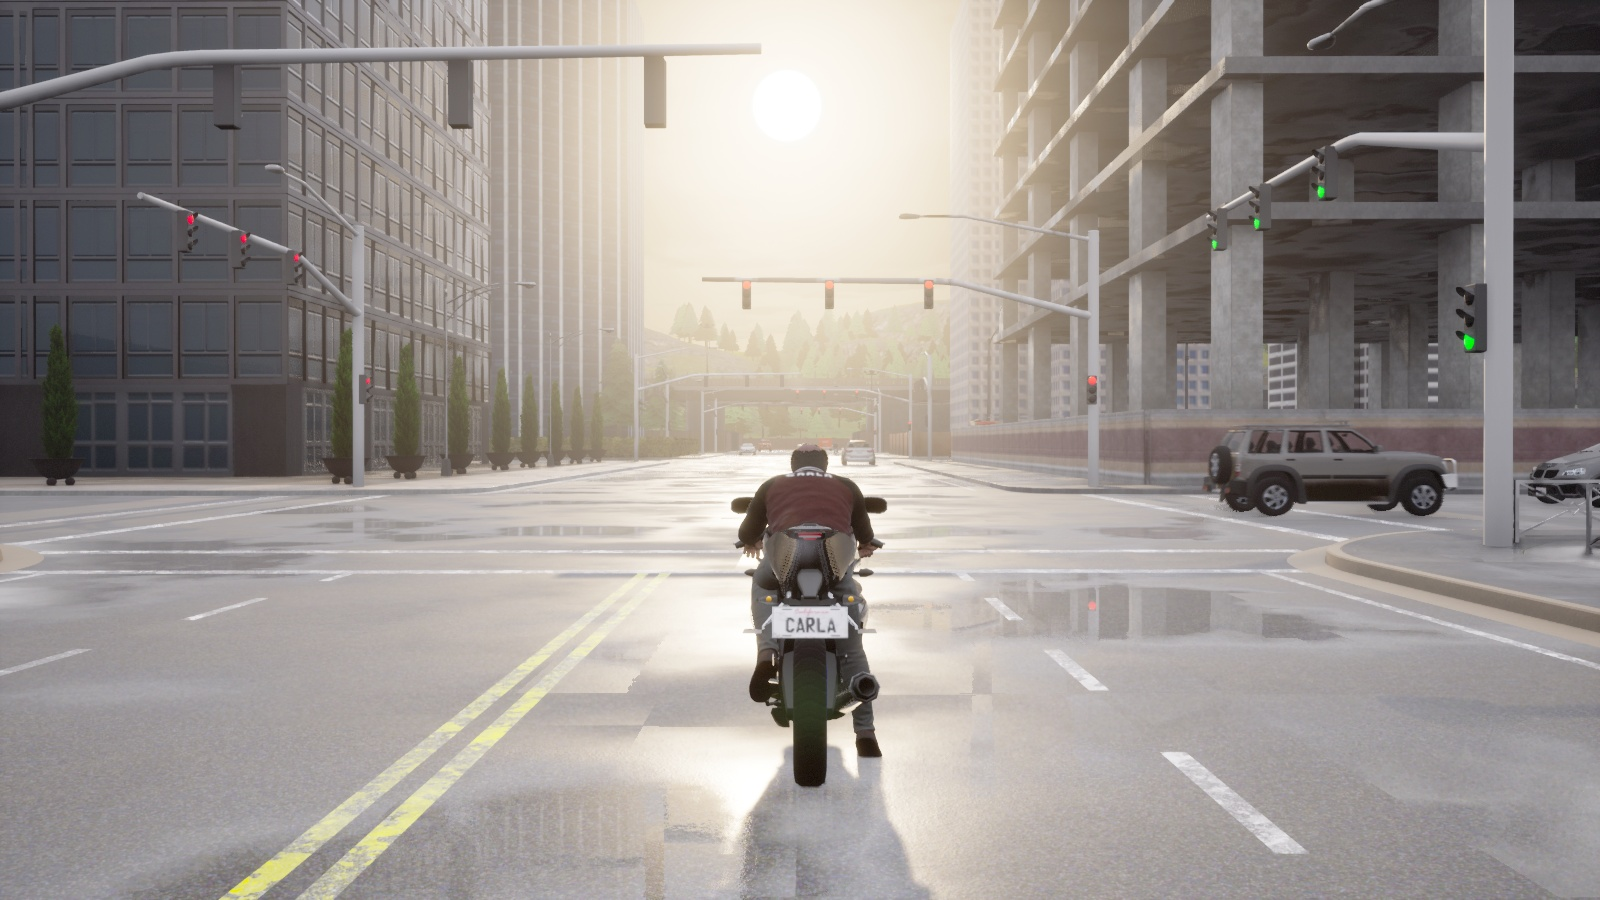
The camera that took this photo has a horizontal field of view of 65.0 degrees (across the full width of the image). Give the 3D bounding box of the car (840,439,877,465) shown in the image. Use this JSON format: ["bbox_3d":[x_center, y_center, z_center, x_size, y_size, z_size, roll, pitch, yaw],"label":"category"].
[{"bbox_3d":[3.933,0.114,85.024,2.242,1.667,4.611,0,0,0],"label":"car"}]

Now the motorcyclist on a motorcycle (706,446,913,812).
[{"bbox_3d":[0.046,0.746,6.351,0.866,1.530,2.191,0,0,0],"label":"motorcyclist on a motorcycle"}]

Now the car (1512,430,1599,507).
[{"bbox_3d":[19.038,0.390,28.397,4.611,1.667,2.242,0,0,0],"label":"car"}]

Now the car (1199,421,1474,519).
[{"bbox_3d":[10.533,0.374,24.902,4.605,1.855,1.932,0,0,0],"label":"car"}]
